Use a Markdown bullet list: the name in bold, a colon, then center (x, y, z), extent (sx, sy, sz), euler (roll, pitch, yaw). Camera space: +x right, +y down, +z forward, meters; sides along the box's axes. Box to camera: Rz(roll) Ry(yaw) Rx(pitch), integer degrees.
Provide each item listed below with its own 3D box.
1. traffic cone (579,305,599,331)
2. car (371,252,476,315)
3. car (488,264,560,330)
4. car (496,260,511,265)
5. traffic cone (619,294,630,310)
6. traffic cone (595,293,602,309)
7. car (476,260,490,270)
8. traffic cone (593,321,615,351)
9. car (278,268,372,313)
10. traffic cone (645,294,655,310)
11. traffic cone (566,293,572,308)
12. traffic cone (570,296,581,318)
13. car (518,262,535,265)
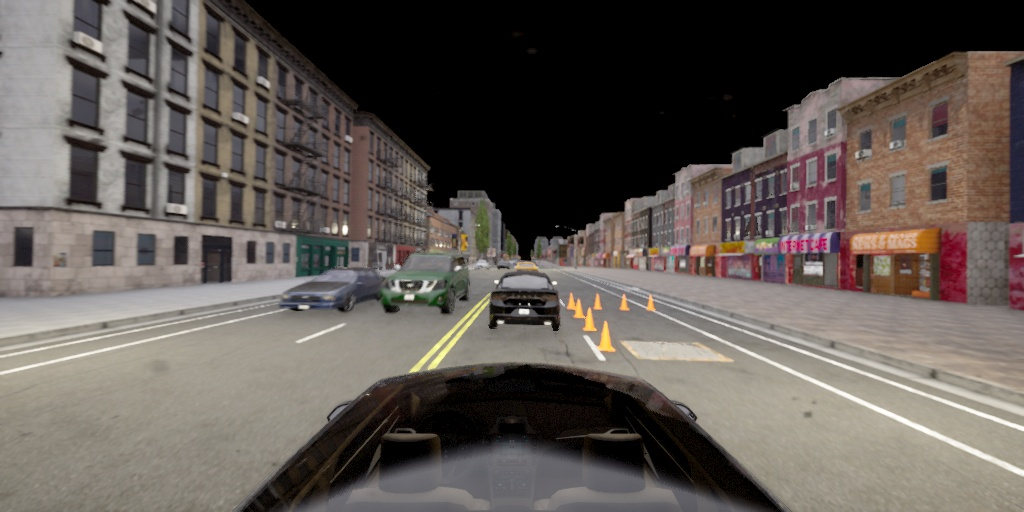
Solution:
- **traffic cone**: center (2.104, 1.705, 9.763), extent (0.340, 0.580, 0.340), euler (0, 0, 2)
- **car**: center (-2.956, 0.887, 13.555), extent (2.150, 2.045, 5.566), euler (1, 0, 3)
- **car**: center (0.402, 1.198, 11.176), extent (1.882, 1.535, 5.008), euler (1, 0, 2)
- **car**: center (-1.250, 1.386, 53.931), extent (1.837, 1.490, 4.892), euler (1, 0, 3)
- **traffic cone**: center (4.268, 1.733, 13.677), extent (0.340, 0.580, 0.340), euler (0, 0, 2)
- **traffic cone**: center (3.268, 1.717, 13.718), extent (0.340, 0.580, 0.340), euler (0, 0, 2)
- **car**: center (-4.494, 1.356, 54.059), extent (1.812, 1.442, 4.674), euler (1, 0, 3)
- **traffic cone**: center (2.021, 1.710, 7.765), extent (0.340, 0.580, 0.340), euler (0, 0, 2)
- **car**: center (-6.203, 1.162, 13.536), extent (2.033, 1.411, 5.357), euler (1, 0, 2)
- **traffic cone**: center (5.267, 1.749, 13.635), extent (0.340, 0.580, 0.340), euler (0, 0, 2)
- **traffic cone**: center (2.269, 1.702, 13.760), extent (0.340, 0.580, 0.340), euler (0, 0, 2)
- **traffic cone**: center (2.187, 1.704, 11.762), extent (0.340, 0.580, 0.340), euler (0, 0, 2)
- **car**: center (1.158, 1.249, 29.406), extent (1.882, 1.535, 5.008), euler (1, 0, 2)
